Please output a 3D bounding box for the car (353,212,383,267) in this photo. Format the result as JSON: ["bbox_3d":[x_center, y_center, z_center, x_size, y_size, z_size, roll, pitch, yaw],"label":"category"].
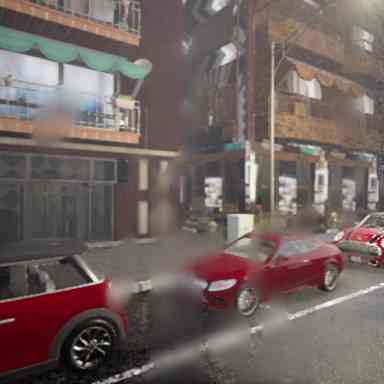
[{"bbox_3d":[6.268,1.366,10.558,4.097,1.590,1.967,0,1,-35],"label":"car"}]

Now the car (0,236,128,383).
[{"bbox_3d":[-2.965,1.442,3.971,4.097,1.590,1.967,0,1,-35],"label":"car"}]

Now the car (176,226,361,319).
[{"bbox_3d":[1.651,1.546,7.267,4.206,1.307,1.802,0,1,-35],"label":"car"}]
